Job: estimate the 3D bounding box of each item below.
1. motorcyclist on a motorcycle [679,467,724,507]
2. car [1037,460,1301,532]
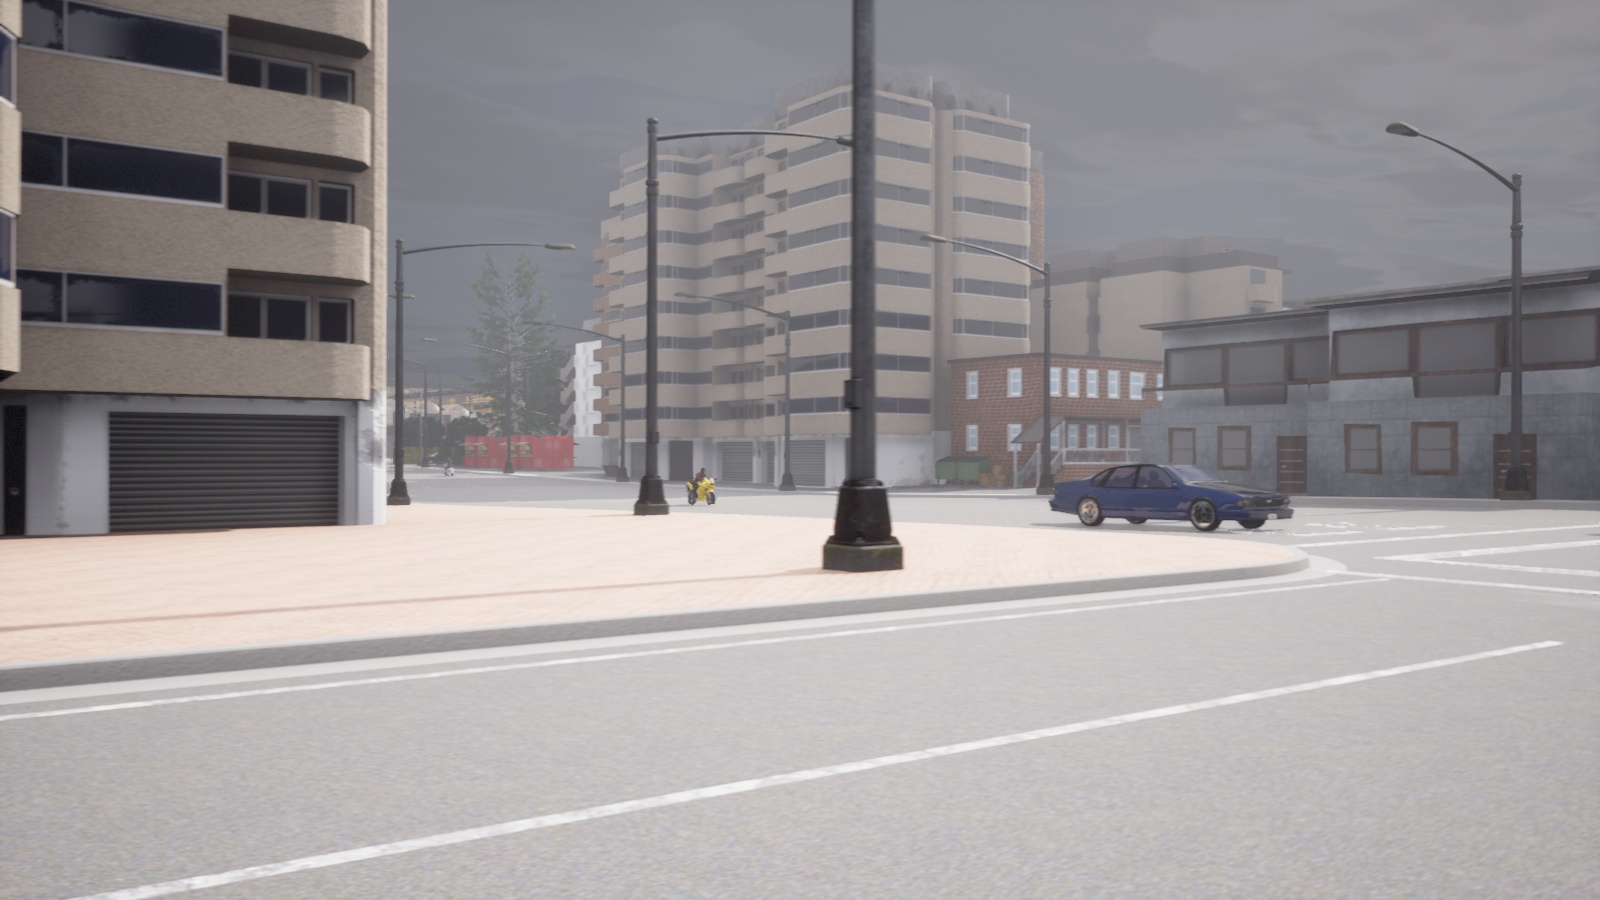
[{"bbox_3d":[-3.873,1.446,49.210,0.797,1.523,2.044,0,-1,-36],"label":"motorcyclist on a motorcycle"},{"bbox_3d":[7.848,0.949,27.283,2.033,1.411,5.357,0,-1,-36],"label":"car"}]
